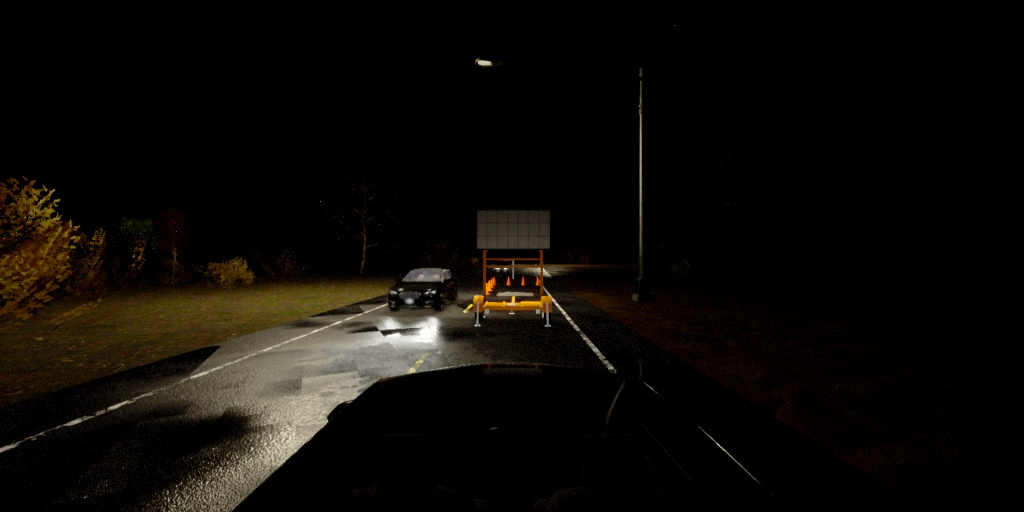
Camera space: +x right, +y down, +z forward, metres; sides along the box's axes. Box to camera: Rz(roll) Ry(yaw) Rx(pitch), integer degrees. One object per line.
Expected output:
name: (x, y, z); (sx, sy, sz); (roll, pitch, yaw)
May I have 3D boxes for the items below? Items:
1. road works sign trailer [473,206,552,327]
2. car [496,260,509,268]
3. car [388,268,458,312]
road works sign trailer: (0.039, 0.214, 11.580); (2.380, 3.560, 2.880); (0, 0, 1)
car: (-1.573, 1.286, 58.894); (2.033, 1.411, 5.357); (0, 0, 4)
car: (-3.378, 1.241, 14.366); (2.128, 1.511, 4.902); (0, 0, 1)
